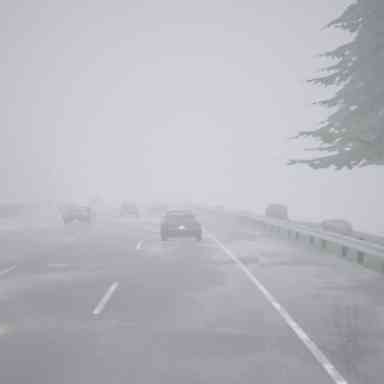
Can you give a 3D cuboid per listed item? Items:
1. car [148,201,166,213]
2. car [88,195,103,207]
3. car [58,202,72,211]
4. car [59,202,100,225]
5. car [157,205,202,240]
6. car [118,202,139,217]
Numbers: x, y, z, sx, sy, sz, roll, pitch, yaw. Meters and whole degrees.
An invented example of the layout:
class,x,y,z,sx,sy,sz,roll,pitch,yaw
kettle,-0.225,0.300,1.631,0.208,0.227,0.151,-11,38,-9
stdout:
class,x,y,z,sx,sy,sz,roll,pitch,yaw
car,-4.029,1.728,39.302,1.895,1.301,4.718,-1,0,-13
car,-16.999,1.535,58.530,2.150,2.045,5.566,0,0,-21
car,-15.337,1.859,41.194,1.895,1.301,4.718,-1,0,-15
car,-8.618,1.752,25.862,1.895,1.301,4.718,-1,0,-9
car,-0.659,1.608,17.304,1.994,1.385,4.181,-1,0,-5
car,-6.242,1.686,32.796,2.033,1.411,5.357,-1,0,-12
